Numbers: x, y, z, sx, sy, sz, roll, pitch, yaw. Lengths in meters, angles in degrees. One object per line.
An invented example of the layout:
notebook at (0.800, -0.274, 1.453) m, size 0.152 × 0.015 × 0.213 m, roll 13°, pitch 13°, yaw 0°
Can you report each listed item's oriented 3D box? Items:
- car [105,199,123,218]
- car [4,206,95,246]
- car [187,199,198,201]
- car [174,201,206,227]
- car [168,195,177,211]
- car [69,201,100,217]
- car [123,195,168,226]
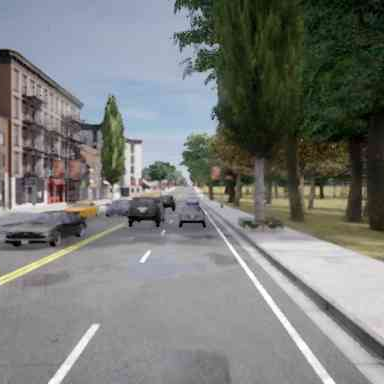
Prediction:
car at (-6.569, 1.451, 30.988) m, size 2.097 × 1.767 × 4.553 m, roll 0°, pitch 0°, yaw 0°
car at (-6.547, 1.596, 15.726) m, size 2.033 × 1.411 × 5.357 m, roll 0°, pitch 0°, yaw 1°
car at (0.032, 1.625, 43.724) m, size 1.882 × 1.535 × 5.008 m, roll 0°, pitch 0°, yaw 0°
car at (0.038, 1.617, 23.678) m, size 2.033 × 1.411 × 5.357 m, roll 0°, pitch 0°, yaw 0°
car at (-3.212, 1.366, 42.988) m, size 2.150 × 2.045 × 5.566 m, roll 0°, pitch 0°, yaw 0°
car at (-9.826, 1.576, 30.072) m, size 1.882 × 1.535 × 5.008 m, roll 0°, pitch 0°, yaw 0°
car at (-3.180, 1.296, 24.006) m, size 2.150 × 2.045 × 5.566 m, roll 0°, pitch 0°, yaw 0°
